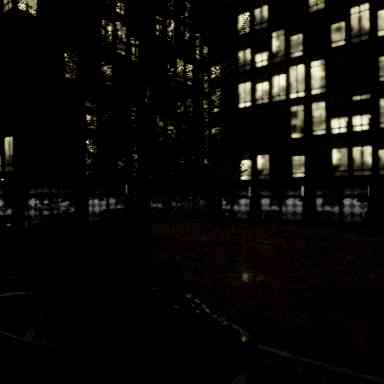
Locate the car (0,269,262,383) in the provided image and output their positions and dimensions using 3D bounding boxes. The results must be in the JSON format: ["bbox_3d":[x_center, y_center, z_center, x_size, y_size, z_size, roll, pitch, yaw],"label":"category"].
[{"bbox_3d":[-1.351,1.596,3.806,4.313,1.339,1.947,-1,-1,36],"label":"car"}]
